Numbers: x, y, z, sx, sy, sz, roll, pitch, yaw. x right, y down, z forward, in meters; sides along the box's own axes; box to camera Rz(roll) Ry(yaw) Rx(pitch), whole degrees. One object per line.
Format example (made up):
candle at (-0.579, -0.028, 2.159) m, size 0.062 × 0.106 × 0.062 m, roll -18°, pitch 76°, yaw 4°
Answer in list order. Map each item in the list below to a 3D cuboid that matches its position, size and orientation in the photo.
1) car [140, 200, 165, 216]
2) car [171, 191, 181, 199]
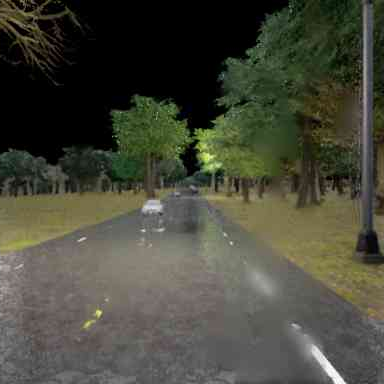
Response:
car at (-3.605, 1.472, 31.538) m, size 1.812 × 1.442 × 4.674 m, roll 0°, pitch 0°, yaw 0°
car at (-3.518, 0.632, 72.686) m, size 1.882 × 1.535 × 5.008 m, roll 0°, pitch 1°, yaw 0°
